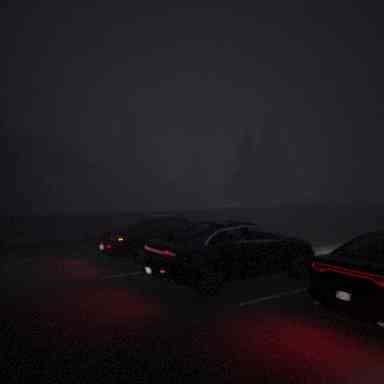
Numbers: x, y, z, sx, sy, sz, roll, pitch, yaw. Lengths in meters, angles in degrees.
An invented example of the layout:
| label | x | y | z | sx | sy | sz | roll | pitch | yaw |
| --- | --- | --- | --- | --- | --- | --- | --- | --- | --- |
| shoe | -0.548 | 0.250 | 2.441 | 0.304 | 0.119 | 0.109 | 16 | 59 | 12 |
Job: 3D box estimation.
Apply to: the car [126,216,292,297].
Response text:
| label | x | y | z | sx | sy | sz | roll | pitch | yaw |
| --- | --- | --- | --- | --- | --- | --- | --- | --- | --- |
| car | 1.082 | 1.473 | 8.512 | 4.902 | 1.511 | 2.128 | 0 | 0 | -33 |

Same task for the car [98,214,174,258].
| label | x | y | z | sx | sy | sz | roll | pitch | yaw |
| --- | --- | --- | --- | --- | --- | --- | --- | --- | --- |
| car | -0.838 | 1.500 | 11.439 | 4.674 | 1.442 | 1.812 | 0 | 0 | -33 |

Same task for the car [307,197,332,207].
| label | x | y | z | sx | sy | sz | roll | pitch | yaw |
| --- | --- | --- | --- | --- | --- | --- | --- | --- | --- |
| car | 16.727 | 1.450 | 40.271 | 4.674 | 1.442 | 1.812 | 0 | 0 | -21 |

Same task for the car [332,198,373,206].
| label | x | y | z | sx | sy | sz | roll | pitch | yaw |
| --- | --- | --- | --- | --- | --- | --- | --- | --- | --- |
| car | 18.693 | 1.410 | 37.278 | 5.008 | 1.535 | 1.882 | 0 | 0 | -21 |

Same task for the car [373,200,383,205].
| label | x | y | z | sx | sy | sz | roll | pitch | yaw |
| --- | --- | --- | --- | --- | --- | --- | --- | --- | --- |
| car | 21.814 | 1.541 | 34.773 | 4.718 | 1.301 | 1.895 | 0 | 0 | -21 |

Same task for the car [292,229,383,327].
| label | x | y | z | sx | sy | sz | roll | pitch | yaw |
| --- | --- | --- | --- | --- | --- | --- | --- | --- | --- |
| car | 4.454 | 1.466 | 6.512 | 5.008 | 1.535 | 1.882 | 0 | 0 | -32 |

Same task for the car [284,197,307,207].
| label | x | y | z | sx | sy | sz | roll | pitch | yaw |
| --- | --- | --- | --- | --- | --- | --- | --- | --- | --- |
| car | 14.226 | 1.395 | 43.028 | 5.008 | 1.535 | 1.882 | 0 | 0 | -22 |
